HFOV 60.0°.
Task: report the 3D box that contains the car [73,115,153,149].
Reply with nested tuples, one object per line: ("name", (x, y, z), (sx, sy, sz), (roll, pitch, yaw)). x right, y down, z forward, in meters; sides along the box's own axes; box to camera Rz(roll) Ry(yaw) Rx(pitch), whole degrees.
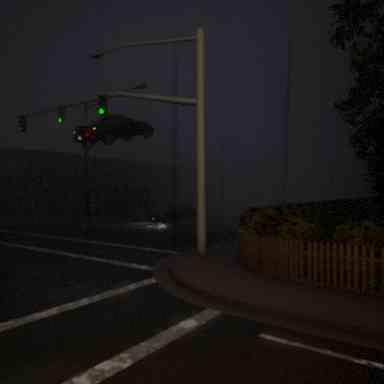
("car", (-4.097, -3.330, 17.651), (1.812, 1.442, 4.674), (-1, 14, 35))

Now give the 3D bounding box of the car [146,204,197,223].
("car", (-1.428, 1.673, 27.638), (2.033, 1.411, 5.357), (-1, 0, 35))

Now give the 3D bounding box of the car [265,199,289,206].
("car", (11.919, 1.673, 46.429), (2.033, 1.411, 5.357), (-1, 0, 36))
